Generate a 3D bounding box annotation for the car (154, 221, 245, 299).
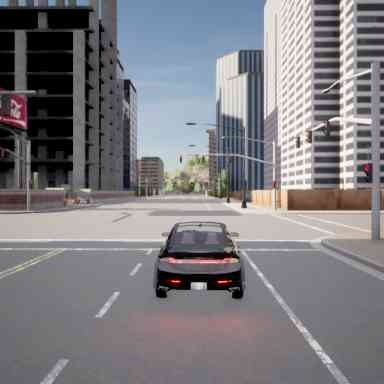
[{"bbox_3d":[0.205,1.492,8.460,2.128,1.511,4.902,0,0,2],"label":"car"}]
